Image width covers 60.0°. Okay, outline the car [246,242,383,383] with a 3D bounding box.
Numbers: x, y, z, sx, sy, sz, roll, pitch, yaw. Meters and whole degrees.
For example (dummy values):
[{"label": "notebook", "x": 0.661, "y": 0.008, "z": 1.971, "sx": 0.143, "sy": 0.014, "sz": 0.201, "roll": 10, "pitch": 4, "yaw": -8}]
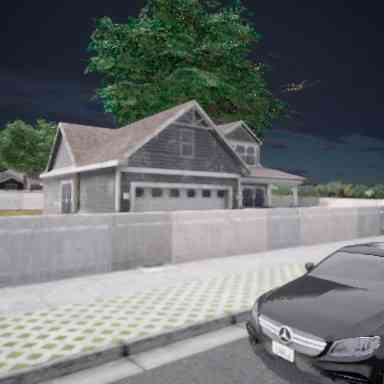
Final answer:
[{"label": "car", "x": 2.927, "y": 1.572, "z": 5.140, "sx": 4.674, "sy": 1.442, "sz": 1.812, "roll": 1, "pitch": 0, "yaw": -36}]
